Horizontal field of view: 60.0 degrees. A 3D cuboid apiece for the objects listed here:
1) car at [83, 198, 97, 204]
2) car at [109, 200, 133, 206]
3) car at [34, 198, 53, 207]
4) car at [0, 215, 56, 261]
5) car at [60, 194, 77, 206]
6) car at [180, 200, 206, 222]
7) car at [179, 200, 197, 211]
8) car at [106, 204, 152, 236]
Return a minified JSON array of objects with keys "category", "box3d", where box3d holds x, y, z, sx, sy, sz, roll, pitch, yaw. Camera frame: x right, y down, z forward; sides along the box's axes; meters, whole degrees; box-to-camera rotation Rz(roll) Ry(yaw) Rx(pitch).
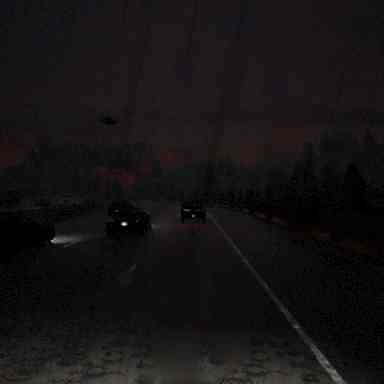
[{"category":"car","box3d":[-16.974,1.692,55.505,1.994,1.385,4.181,0,0,-13]},{"category":"car","box3d":[-6.955,1.533,32.800,2.128,1.511,4.902,0,0,-1]},{"category":"car","box3d":[-23.434,1.673,52.706,2.033,1.411,5.357,0,0,-12]},{"category":"car","box3d":[-6.902,1.554,12.173,2.033,1.411,5.357,0,0,0]},{"category":"car","box3d":[-20.410,1.352,55.032,2.150,2.045,5.566,0,0,-13]},{"category":"car","box3d":[0.096,1.519,26.362,2.128,1.511,4.902,0,0,0]},{"category":"car","box3d":[-0.532,1.669,42.960,1.895,1.301,4.718,0,0,-5]},{"category":"car","box3d":[-3.403,1.578,18.700,1.994,1.385,4.181,0,0,0]}]
